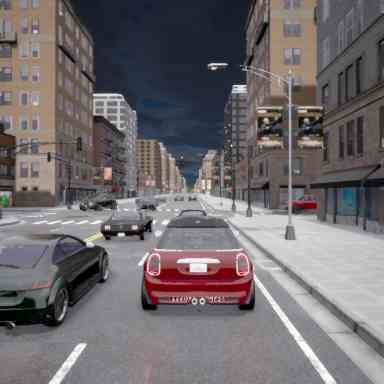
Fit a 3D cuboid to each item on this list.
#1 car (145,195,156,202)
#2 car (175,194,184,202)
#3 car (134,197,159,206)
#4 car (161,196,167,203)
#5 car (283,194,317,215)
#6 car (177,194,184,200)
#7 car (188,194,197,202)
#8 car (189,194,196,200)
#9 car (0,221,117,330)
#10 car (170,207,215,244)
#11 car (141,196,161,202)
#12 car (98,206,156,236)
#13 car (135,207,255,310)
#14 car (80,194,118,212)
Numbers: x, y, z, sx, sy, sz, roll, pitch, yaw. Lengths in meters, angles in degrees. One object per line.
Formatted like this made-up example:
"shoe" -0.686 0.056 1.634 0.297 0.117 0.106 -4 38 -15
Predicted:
"car" -9.557 1.515 77.505 1.994 1.385 4.181 0 0 0
"car" -3.055 1.530 78.290 1.994 1.385 4.181 0 0 0
"car" -5.487 1.599 39.216 1.895 1.301 4.718 0 0 -16
"car" -6.328 1.546 69.038 1.994 1.385 4.181 0 0 0
"car" 12.351 1.256 34.476 5.566 2.045 2.150 0 0 0
"car" -3.030 1.370 88.293 1.812 1.442 4.674 0 0 0
"car" 0.195 1.333 78.252 2.097 1.767 4.553 0 0 0
"car" 0.220 1.370 88.285 1.812 1.442 4.674 0 0 0
"car" -3.133 1.564 7.030 1.994 1.385 4.181 0 0 0
"car" 0.051 1.563 16.663 1.994 1.385 4.181 0 0 1
"car" -6.462 1.555 52.567 1.994 1.385 4.181 0 0 0
"car" -3.109 1.600 16.899 1.895 1.301 4.718 0 0 0
"car" 0.119 1.352 7.960 2.097 1.767 4.553 0 0 0
"car" -10.752 1.230 38.848 2.150 2.045 5.566 1 0 16
